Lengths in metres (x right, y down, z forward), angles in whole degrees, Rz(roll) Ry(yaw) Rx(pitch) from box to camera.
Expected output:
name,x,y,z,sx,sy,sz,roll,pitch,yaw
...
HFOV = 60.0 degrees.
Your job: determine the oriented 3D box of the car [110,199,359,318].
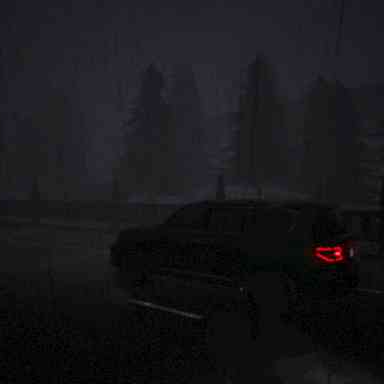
name,x,y,z,sx,sy,sz,roll,pitch,yaw
car,0.673,1.175,7.534,5.566,2.045,2.150,1,0,33
